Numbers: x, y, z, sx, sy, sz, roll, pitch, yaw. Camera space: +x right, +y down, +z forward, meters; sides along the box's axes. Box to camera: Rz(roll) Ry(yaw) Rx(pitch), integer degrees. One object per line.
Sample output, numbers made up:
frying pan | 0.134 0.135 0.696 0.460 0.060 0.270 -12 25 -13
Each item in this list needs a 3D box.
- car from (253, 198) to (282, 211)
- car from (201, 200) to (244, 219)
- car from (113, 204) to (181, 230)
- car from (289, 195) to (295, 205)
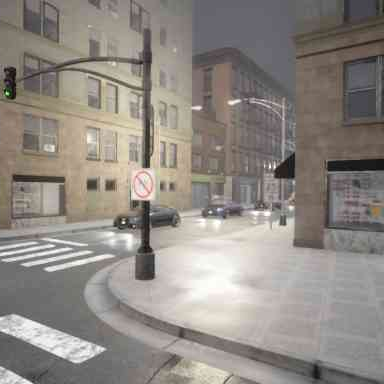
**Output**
car | 7.962 1.191 34.503 1.994 1.385 4.181 1 1 34
car | 2.463 1.297 26.277 1.994 1.385 4.181 1 1 34
car | -2.452 1.388 18.910 1.994 1.385 4.181 1 1 34
car | 14.437 0.855 44.114 2.097 1.767 4.553 1 1 34
